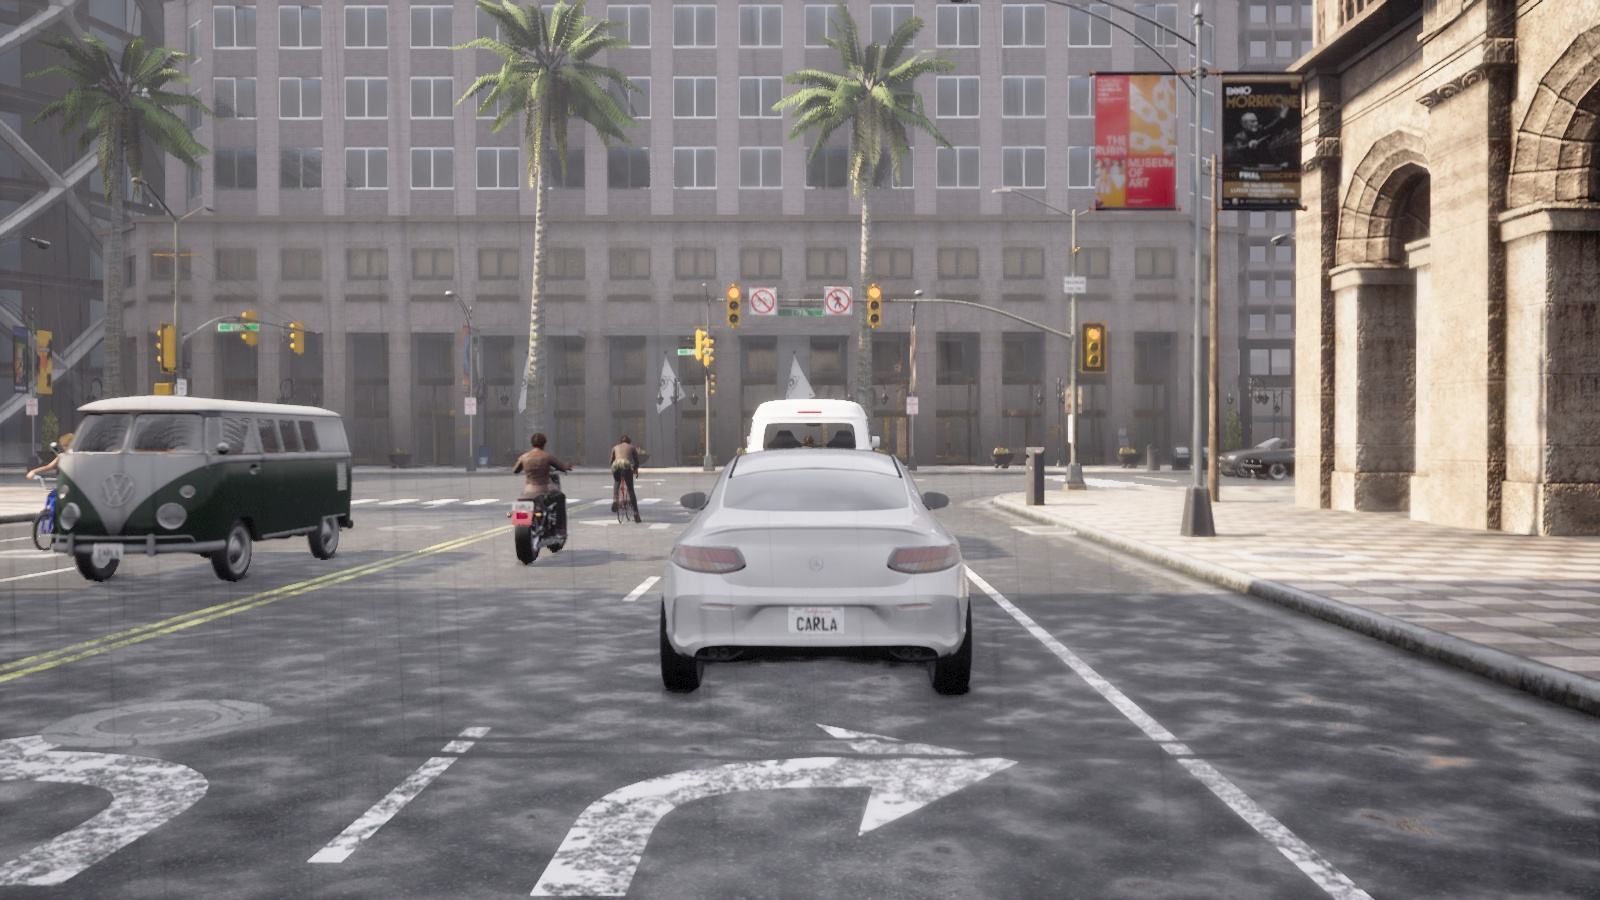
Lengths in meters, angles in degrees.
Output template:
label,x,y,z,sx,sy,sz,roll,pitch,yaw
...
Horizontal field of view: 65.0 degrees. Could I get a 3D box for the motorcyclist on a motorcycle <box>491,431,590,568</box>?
label,x,y,z,sx,sy,sz,roll,pitch,yaw
motorcyclist on a motorcycle,-3.320,0.588,16.259,0.766,1.649,2.350,0,0,1

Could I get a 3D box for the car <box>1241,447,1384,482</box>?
label,x,y,z,sx,sy,sz,roll,pitch,yaw
car,19.545,0.549,48.044,4.718,1.301,1.895,0,0,1

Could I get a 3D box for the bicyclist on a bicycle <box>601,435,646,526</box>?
label,x,y,z,sx,sy,sz,roll,pitch,yaw
bicyclist on a bicycle,-3.256,0.545,23.312,0.582,1.620,1.656,0,0,1

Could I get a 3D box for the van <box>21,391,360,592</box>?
label,x,y,z,sx,sy,sz,roll,pitch,yaw
van,-6.833,0.398,14.700,1.775,1.987,4.442,0,0,1

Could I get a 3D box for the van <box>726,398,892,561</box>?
label,x,y,z,sx,sy,sz,roll,pitch,yaw
van,0.170,0.353,17.908,2.069,2.038,4.480,0,0,1

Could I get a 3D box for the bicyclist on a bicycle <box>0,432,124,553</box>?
label,x,y,z,sx,sy,sz,roll,pitch,yaw
bicyclist on a bicycle,-10.295,0.560,17.550,0.866,1.612,1.509,0,1,1

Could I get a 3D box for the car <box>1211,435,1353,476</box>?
label,x,y,z,sx,sy,sz,roll,pitch,yaw
car,19.711,0.205,51.521,5.027,1.651,2.152,0,0,1

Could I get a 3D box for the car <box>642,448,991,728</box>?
label,x,y,z,sx,sy,sz,roll,pitch,yaw
car,0.104,0.715,8.866,1.812,1.442,4.674,0,0,0
